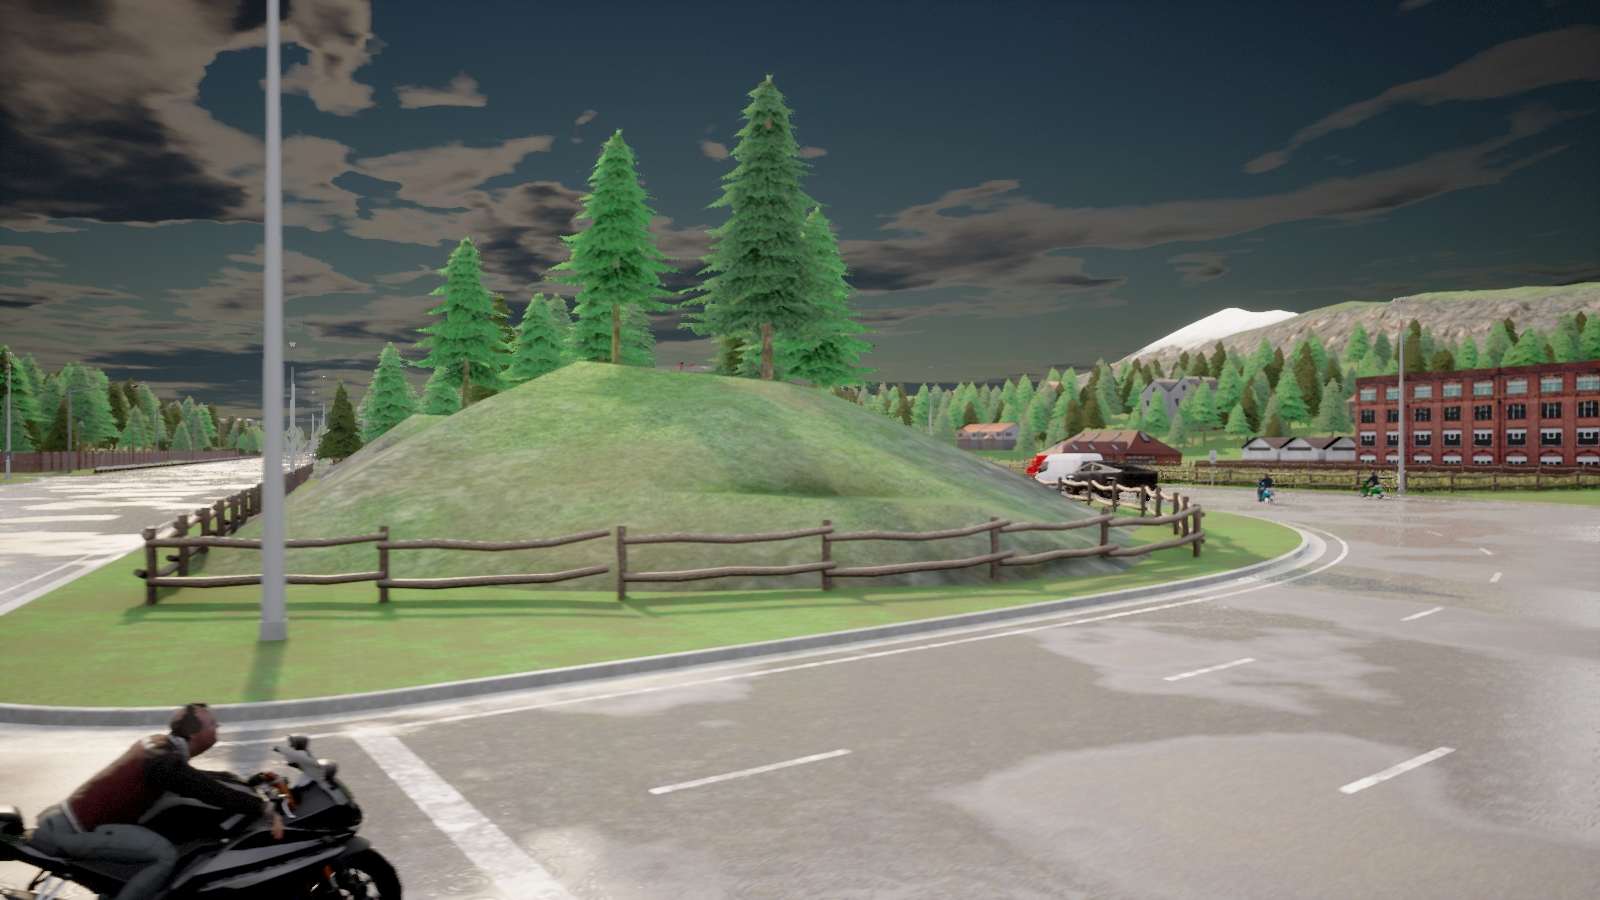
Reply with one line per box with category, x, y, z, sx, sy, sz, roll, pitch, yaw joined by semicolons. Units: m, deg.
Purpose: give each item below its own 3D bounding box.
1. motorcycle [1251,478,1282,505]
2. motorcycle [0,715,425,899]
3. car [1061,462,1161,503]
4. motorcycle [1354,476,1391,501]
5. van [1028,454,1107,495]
motorcycle;23.905;2.133;58.604;0.856;1.316;1.805;0;0;0
motorcycle;-3.163;2.205;5.837;2.209;1.251;0.867;0;0;-35
car;17.185;1.747;63.628;2.390;2.098;6.274;0;0;-17
motorcycle;32.034;2.130;63.935;0.856;1.316;1.805;-1;0;-16
van;17.287;1.527;74.260;1.988;2.561;5.915;0;0;-21
